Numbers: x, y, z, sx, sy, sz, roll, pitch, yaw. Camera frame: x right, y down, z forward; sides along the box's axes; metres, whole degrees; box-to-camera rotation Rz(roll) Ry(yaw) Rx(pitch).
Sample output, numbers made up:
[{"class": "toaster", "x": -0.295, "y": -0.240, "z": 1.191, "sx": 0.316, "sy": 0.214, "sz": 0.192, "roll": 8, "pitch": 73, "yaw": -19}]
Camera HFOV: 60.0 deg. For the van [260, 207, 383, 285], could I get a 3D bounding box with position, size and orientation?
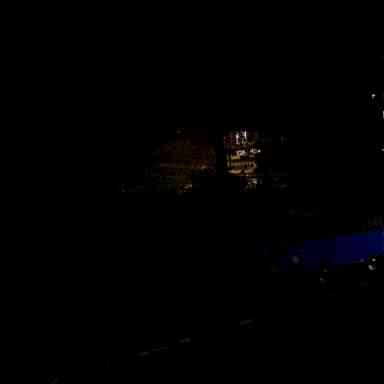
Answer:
[{"class": "van", "x": 3.658, "y": 1.337, "z": 9.169, "sx": 3.998, "sy": 1.788, "sz": 1.690, "roll": 0, "pitch": 0, "yaw": -35}]
